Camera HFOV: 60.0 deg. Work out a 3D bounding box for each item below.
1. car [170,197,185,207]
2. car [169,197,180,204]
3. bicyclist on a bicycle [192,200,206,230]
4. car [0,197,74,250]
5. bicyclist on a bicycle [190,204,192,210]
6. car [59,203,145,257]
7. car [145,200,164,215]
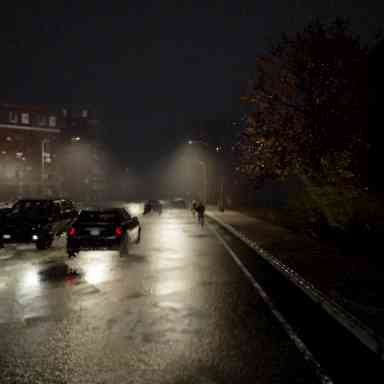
[{"bbox_3d":[-2.134,1.661,54.515,2.128,1.511,4.902,0,0,-5],"label":"car"},{"bbox_3d":[-3.911,1.760,72.777,2.033,1.411,5.357,0,0,-6],"label":"car"},{"bbox_3d":[0.541,1.439,20.719,0.659,1.776,1.843,0,0,-2],"label":"bicyclist on a bicycle"},{"bbox_3d":[-6.784,1.279,14.852,2.150,2.045,5.566,0,0,-1],"label":"car"},{"bbox_3d":[0.193,1.536,30.607,0.866,1.612,1.509,0,0,-3],"label":"bicyclist on a bicycle"},{"bbox_3d":[-3.321,1.399,13.354,2.097,1.767,4.553,0,0,-1],"label":"car"},{"bbox_3d":[-4.161,1.625,36.098,1.837,1.490,4.892,0,0,-3],"label":"car"}]
